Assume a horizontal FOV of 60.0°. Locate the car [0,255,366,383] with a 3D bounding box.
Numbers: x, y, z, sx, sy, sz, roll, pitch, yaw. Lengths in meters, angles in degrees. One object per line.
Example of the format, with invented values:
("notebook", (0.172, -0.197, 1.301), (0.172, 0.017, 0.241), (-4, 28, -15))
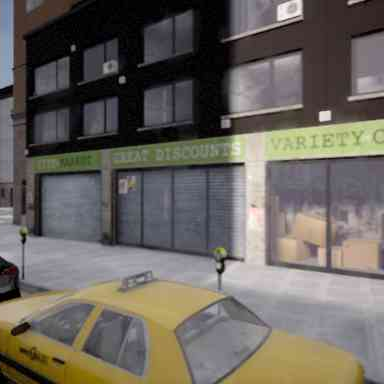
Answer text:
("car", (-0.770, 1.546, 3.630), (4.829, 1.417, 1.752), (-1, 0, 35))
